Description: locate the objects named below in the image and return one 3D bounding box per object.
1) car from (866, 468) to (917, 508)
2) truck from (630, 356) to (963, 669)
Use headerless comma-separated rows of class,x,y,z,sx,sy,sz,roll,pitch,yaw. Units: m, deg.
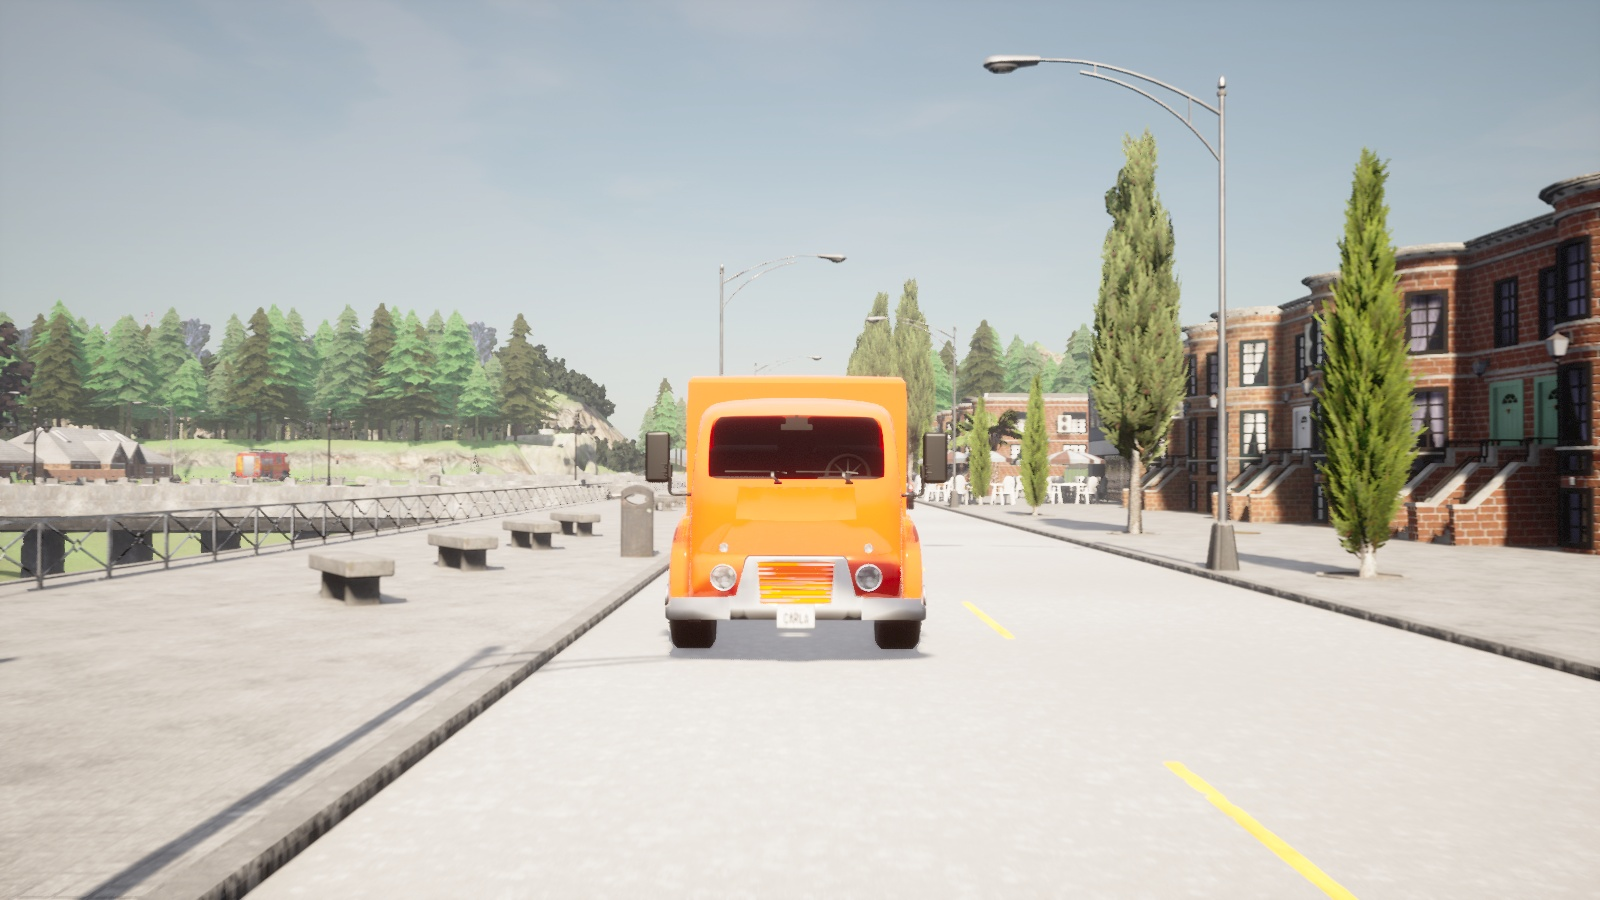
car,3.860,1.595,53.612,1.851,1.617,3.988,0,-1,0
truck,-0.035,0.538,12.554,2.627,2.467,5.204,0,-1,0
